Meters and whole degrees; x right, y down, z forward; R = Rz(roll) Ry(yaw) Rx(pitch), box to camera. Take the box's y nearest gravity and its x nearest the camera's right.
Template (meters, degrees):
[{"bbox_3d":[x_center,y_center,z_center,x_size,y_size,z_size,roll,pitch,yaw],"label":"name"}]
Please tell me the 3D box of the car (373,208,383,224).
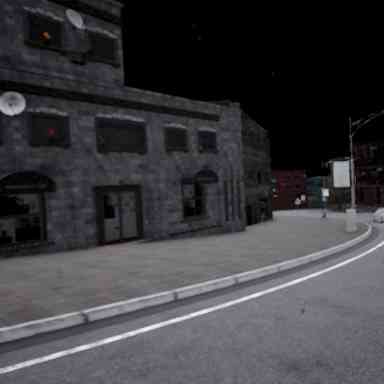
[{"bbox_3d":[18.826,2.240,31.954,1.812,1.442,4.674,-2,-3,17],"label":"car"}]
